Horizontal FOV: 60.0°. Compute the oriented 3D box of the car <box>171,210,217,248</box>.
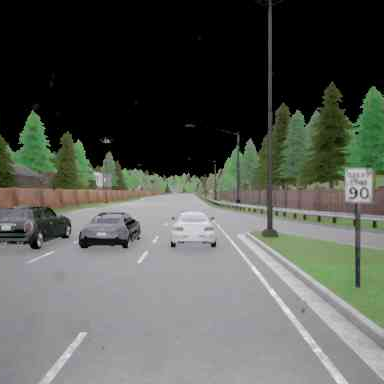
[{"bbox_3d":[0.049,1.530,14.644,1.812,1.442,4.674,0,0,0],"label":"car"}]

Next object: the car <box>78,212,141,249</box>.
[{"bbox_3d":[-3.451,1.569,14.619,1.994,1.385,4.181,0,0,0],"label":"car"}]

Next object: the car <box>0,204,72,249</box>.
[{"bbox_3d":[-6.951,1.363,14.564,2.097,1.767,4.553,0,0,0],"label":"car"}]
